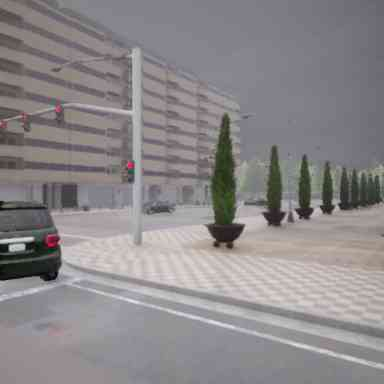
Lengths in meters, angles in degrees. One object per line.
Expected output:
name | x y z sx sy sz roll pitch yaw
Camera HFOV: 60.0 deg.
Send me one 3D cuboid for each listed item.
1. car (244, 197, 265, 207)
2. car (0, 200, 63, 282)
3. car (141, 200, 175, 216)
car | 9.750 1.497 51.113 1.882 1.535 5.008 0 0 37
car | -5.297 1.243 9.147 2.150 2.045 5.566 0 1 -37
car | -3.653 1.511 32.767 2.128 1.511 4.902 0 0 36
